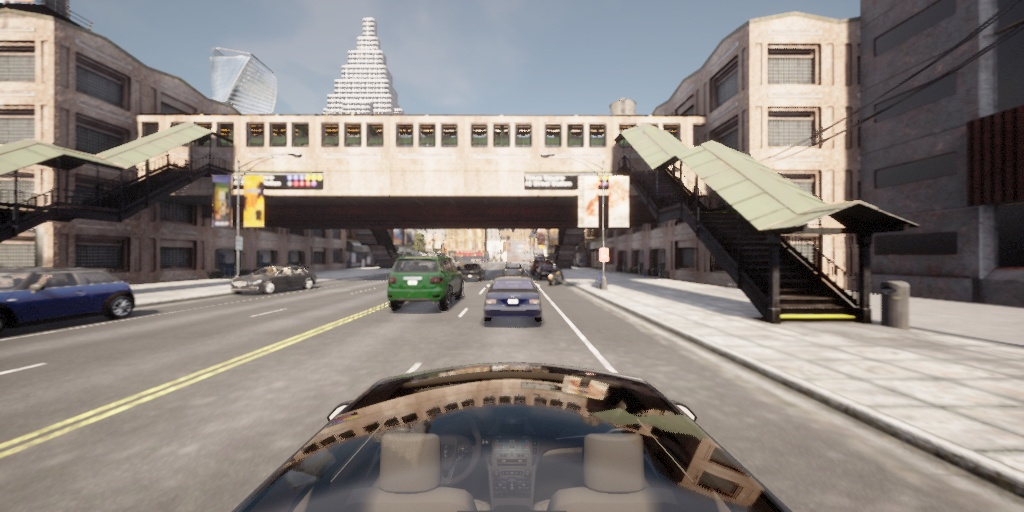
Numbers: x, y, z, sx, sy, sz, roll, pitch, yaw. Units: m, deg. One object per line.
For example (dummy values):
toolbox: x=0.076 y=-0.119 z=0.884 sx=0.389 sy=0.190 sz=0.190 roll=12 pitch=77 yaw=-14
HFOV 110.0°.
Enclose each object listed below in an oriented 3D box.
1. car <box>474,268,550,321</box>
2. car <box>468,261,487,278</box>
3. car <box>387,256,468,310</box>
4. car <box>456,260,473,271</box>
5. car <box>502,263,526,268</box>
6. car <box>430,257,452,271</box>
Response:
car: x=0.045 y=1.333 z=12.579 sx=2.033 sy=1.411 sz=5.357 roll=0 pitch=0 yaw=1
car: x=-3.356 y=1.352 z=31.372 sx=1.837 sy=1.490 sz=4.892 roll=0 pitch=0 yaw=1
car: x=-3.436 y=1.017 z=15.132 sx=2.150 sy=2.045 sz=5.566 roll=0 pitch=0 yaw=0
car: x=-6.955 y=1.392 z=52.971 sx=1.882 sy=1.535 sz=5.008 roll=0 pitch=0 yaw=0
car: x=0.143 y=1.337 z=31.321 sx=2.128 sy=1.511 sz=4.902 roll=0 pitch=0 yaw=1
car: x=-10.452 y=1.141 z=53.523 sx=2.150 sy=2.045 sz=5.566 roll=0 pitch=-1 yaw=0
